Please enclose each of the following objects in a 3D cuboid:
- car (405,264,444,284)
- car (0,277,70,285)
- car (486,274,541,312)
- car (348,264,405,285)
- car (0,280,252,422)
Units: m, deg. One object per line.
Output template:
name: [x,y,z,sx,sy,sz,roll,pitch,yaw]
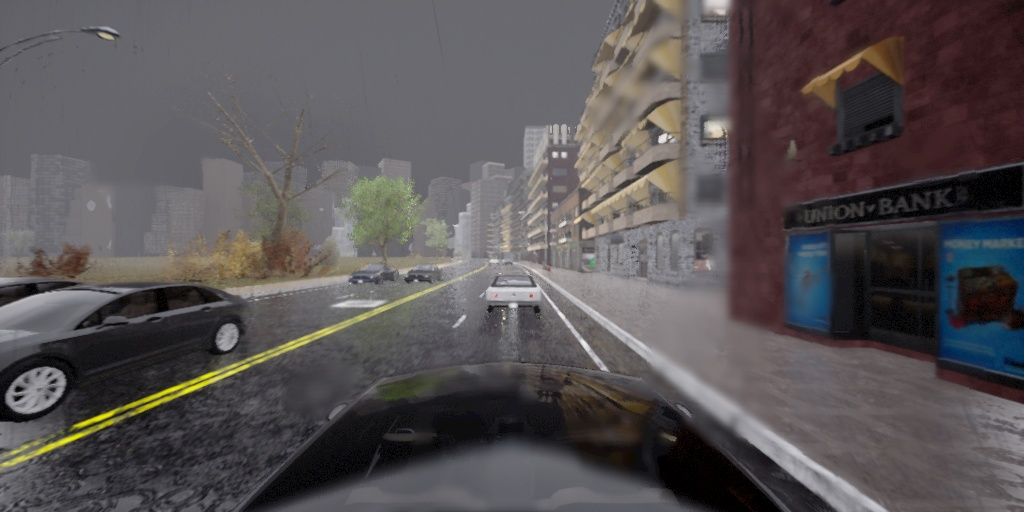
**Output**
car: [-6.389,1.270,26.659,2.033,1.411,5.357,0,0,1]
car: [-9.830,1.196,6.595,1.837,1.490,4.892,0,0,0]
car: [0.069,1.359,14.189,1.895,1.301,4.718,0,0,0]
car: [-9.658,1.249,25.602,2.033,1.411,5.357,0,0,1]
car: [-6.586,1.216,5.792,1.837,1.490,4.892,0,0,0]
